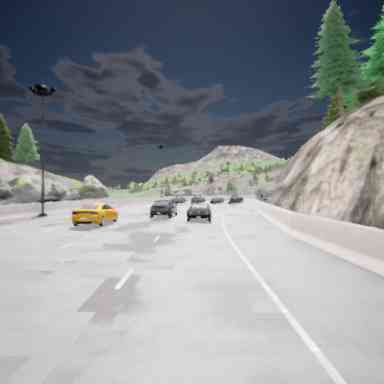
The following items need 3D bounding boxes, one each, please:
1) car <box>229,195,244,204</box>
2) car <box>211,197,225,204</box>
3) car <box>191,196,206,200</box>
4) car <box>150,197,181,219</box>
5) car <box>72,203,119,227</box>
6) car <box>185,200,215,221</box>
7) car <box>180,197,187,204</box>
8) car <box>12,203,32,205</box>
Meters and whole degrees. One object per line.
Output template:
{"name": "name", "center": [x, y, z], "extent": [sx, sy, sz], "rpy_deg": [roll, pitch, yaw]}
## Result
{"name": "car", "center": [8.587, 1.339, 63.970], "extent": [2.097, 1.767, 4.553], "rpy_deg": [0, 0, 19]}
{"name": "car", "center": [5.008, 1.554, 64.266], "extent": [1.994, 1.385, 4.181], "rpy_deg": [0, 0, 19]}
{"name": "car", "center": [1.299, 1.484, 64.272], "extent": [2.128, 1.511, 4.902], "rpy_deg": [0, 0, 18]}
{"name": "car", "center": [-2.441, 1.504, 29.587], "extent": [1.837, 1.490, 4.892], "rpy_deg": [-1, 0, 6]}
{"name": "car", "center": [-6.494, 1.480, 22.806], "extent": [1.882, 1.535, 5.008], "rpy_deg": [0, 0, 4]}
{"name": "car", "center": [0.700, 1.598, 27.041], "extent": [1.895, 1.301, 4.718], "rpy_deg": [0, 0, 5]}
{"name": "car", "center": [-2.399, 1.559, 64.084], "extent": [1.994, 1.385, 4.181], "rpy_deg": [0, 0, 18]}
{"name": "car", "center": [-19.281, 1.362, 36.933], "extent": [2.097, 1.767, 4.553], "rpy_deg": [0, 0, 8]}
